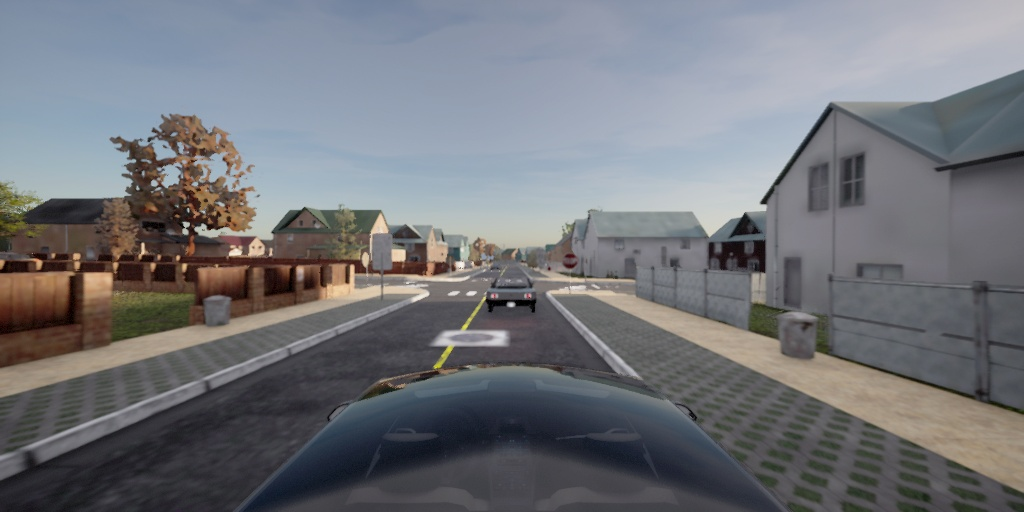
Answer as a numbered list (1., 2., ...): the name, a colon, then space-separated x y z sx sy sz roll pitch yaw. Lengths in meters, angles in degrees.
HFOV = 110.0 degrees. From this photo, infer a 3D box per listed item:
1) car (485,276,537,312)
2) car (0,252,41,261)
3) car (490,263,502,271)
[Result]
1. car: 0.043 1.485 15.071 1.895 1.301 4.718 0 -1 2
2. car: -41.299 0.538 29.058 4.553 1.767 2.097 1 1 1
3. car: -2.846 1.933 64.113 1.994 1.385 4.181 0 -1 1
